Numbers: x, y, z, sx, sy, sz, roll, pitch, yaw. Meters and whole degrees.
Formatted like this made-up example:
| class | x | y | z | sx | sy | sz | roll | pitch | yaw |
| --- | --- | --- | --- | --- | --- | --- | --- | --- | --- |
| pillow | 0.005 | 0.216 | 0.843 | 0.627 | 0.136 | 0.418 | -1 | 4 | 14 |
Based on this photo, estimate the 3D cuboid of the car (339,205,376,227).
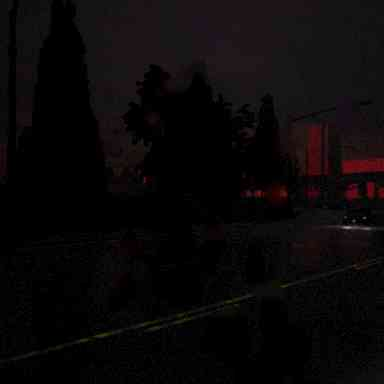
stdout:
| class | x | y | z | sx | sy | sz | roll | pitch | yaw |
| --- | --- | --- | --- | --- | --- | --- | --- | --- | --- |
| car | 13.972 | 2.044 | 27.628 | 1.812 | 1.442 | 4.674 | 0 | -1 | 38 |

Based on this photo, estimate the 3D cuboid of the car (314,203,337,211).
| class | x | y | z | sx | sy | sz | roll | pitch | yaw |
| --- | --- | --- | --- | --- | --- | --- | --- | --- | --- |
| car | 26.147 | 2.887 | 66.232 | 1.882 | 1.535 | 5.008 | 0 | -1 | -6 |

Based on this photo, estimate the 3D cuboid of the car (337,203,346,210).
| class | x | y | z | sx | sy | sz | roll | pitch | yaw |
| --- | --- | --- | --- | --- | --- | --- | --- | --- | --- |
| car | 29.658 | 2.954 | 66.357 | 1.882 | 1.535 | 5.008 | 0 | -1 | -6 |
